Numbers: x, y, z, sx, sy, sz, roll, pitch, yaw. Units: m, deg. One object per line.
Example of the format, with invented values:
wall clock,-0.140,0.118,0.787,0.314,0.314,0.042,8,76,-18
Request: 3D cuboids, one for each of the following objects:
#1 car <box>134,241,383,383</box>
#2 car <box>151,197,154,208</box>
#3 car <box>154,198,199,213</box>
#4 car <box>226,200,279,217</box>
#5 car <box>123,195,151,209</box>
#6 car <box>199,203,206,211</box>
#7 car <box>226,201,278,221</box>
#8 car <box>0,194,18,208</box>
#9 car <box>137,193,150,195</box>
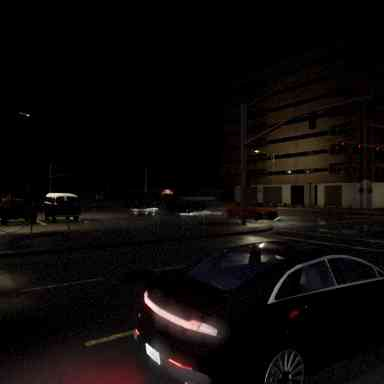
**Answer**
car,1.594,1.492,4.879,4.902,1.511,2.128,0,0,-34
car,-6.238,1.560,50.630,1.837,1.490,4.892,0,0,-34
car,-1.907,1.603,38.043,2.033,1.411,5.357,0,0,-35
car,5.854,1.603,32.884,2.033,1.411,5.357,0,0,-34
car,-8.236,1.533,47.338,1.882,1.535,5.008,0,0,-34
car,-0.200,1.656,41.758,1.895,1.301,4.718,0,0,-34
car,4.963,1.533,27.980,1.882,1.535,5.008,0,0,-34
car,-31.421,1.209,56.553,1.932,1.855,4.605,0,0,-34
car,-10.431,1.277,69.498,2.150,2.045,5.566,0,0,-34
